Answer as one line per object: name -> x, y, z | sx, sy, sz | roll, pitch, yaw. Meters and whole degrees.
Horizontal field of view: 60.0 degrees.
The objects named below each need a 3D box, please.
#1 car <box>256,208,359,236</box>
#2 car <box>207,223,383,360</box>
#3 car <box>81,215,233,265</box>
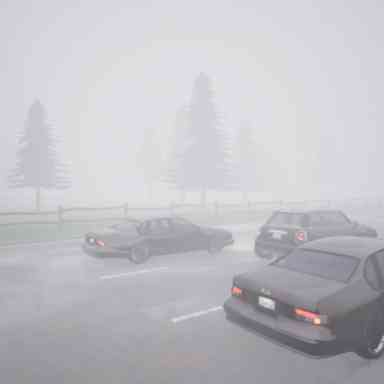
car -> 4.246, 1.311, 11.078 | 4.553, 1.767, 2.097 | 0, 0, -36
car -> 3.044, 1.523, 5.921 | 5.357, 1.411, 2.033 | 0, 0, -35
car -> -1.010, 1.523, 11.627 | 5.357, 1.411, 2.033 | 0, 0, -35
